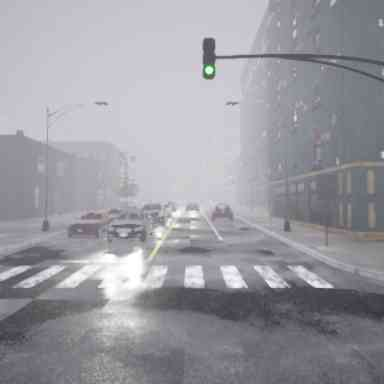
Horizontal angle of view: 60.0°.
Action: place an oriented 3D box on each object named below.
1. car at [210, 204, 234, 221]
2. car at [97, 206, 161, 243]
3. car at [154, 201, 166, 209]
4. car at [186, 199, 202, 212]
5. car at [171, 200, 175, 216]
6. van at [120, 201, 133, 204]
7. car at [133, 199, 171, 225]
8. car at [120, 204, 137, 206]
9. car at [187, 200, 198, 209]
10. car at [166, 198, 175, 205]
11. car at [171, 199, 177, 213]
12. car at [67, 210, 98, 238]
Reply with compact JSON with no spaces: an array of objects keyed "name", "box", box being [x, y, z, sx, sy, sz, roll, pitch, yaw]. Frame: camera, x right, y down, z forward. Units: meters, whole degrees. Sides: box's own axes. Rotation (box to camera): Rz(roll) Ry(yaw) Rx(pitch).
[{"name":"car","box":[2.702,1.795,30.781,1.967,1.590,4.097,1,-1,0]},{"name":"car","box":[-3.100,1.694,17.499,2.128,1.511,4.902,0,-1,0]},{"name":"car","box":[-5.684,2.265,59.149,1.802,1.307,4.206,1,-1,0]},{"name":"car","box":[0.089,2.113,47.602,1.994,1.385,4.181,0,-1,0]},{"name":"car","box":[-3.096,1.935,35.512,1.812,1.442,4.674,0,-1,0]},{"name":"van","box":[-5.676,1.696,30.720,1.690,1.788,3.998,1,-1,0]},{"name":"car","box":[-3.100,1.658,26.519,2.097,1.767,4.553,0,-1,0]},{"name":"car","box":[-5.680,1.834,25.031,1.887,1.381,4.507,1,-1,0]},{"name":"car","box":[0.073,2.142,57.568,1.882,1.535,5.008,0,-1,0]},{"name":"car","box":[-5.685,2.454,87.581,1.967,1.590,4.097,1,-1,0]},{"name":"car","box":[-3.059,2.008,45.938,1.882,1.535,5.008,0,-1,1]},{"name":"car","box":[-5.755,1.769,19.349,1.887,1.381,4.507,1,-1,0]}]
